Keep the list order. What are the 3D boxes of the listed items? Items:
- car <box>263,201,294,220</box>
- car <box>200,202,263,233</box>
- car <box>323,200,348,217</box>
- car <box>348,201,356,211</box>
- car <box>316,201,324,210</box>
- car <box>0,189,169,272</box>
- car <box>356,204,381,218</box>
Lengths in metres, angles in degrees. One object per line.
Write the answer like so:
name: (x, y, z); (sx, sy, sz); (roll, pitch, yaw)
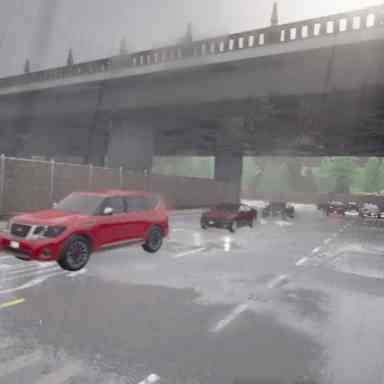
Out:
car: (7.497, 1.523, 28.574); (1.837, 1.490, 4.892); (3, 1, 29)
car: (2.256, 1.349, 19.343); (1.882, 1.535, 5.008); (3, 1, 30)
car: (15.896, 1.850, 36.747); (1.837, 1.490, 4.892); (3, 1, 25)
car: (22.475, 2.061, 47.855); (1.812, 1.442, 4.674); (3, 1, 6)
car: (19.063, 1.896, 46.776); (1.812, 1.442, 4.674); (3, 1, 6)
car: (-2.866, 0.949, 10.365); (2.150, 2.045, 5.566); (3, 1, 30)
car: (19.912, 2.076, 37.261); (1.812, 1.442, 4.674); (3, 1, 21)
